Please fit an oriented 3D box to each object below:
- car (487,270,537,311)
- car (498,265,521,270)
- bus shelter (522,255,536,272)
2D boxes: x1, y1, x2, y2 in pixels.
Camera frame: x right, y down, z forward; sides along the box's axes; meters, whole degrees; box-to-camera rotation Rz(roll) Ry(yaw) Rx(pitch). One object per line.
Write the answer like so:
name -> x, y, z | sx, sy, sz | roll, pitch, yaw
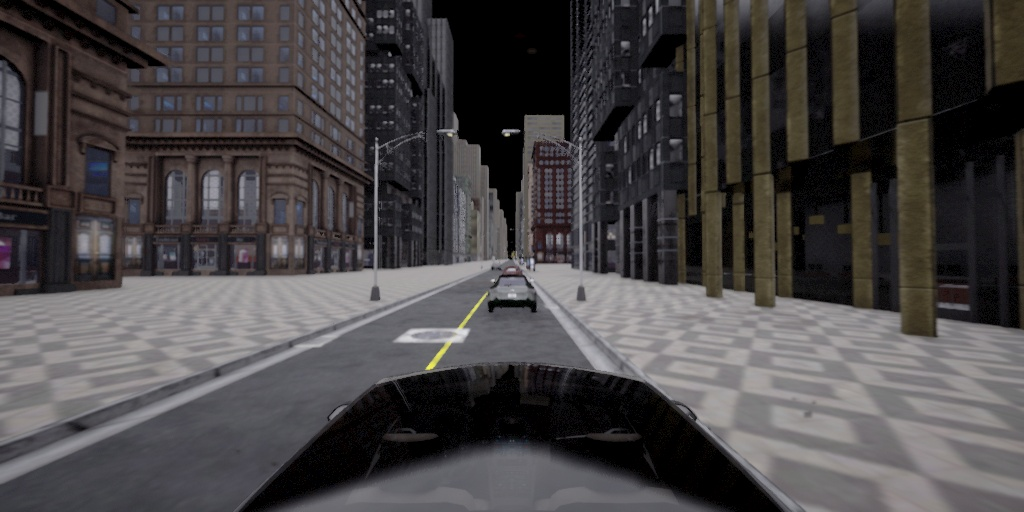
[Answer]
car -> 0.024, 1.461, 15.318 | 1.994, 1.385, 4.181 | 0, -1, 0
car -> 0.024, 1.605, 30.743 | 1.812, 1.442, 4.674 | 0, 0, 1
bus shelter -> 3.131, 1.292, 58.477 | 1.920, 2.740, 3.880 | 0, 0, 0
